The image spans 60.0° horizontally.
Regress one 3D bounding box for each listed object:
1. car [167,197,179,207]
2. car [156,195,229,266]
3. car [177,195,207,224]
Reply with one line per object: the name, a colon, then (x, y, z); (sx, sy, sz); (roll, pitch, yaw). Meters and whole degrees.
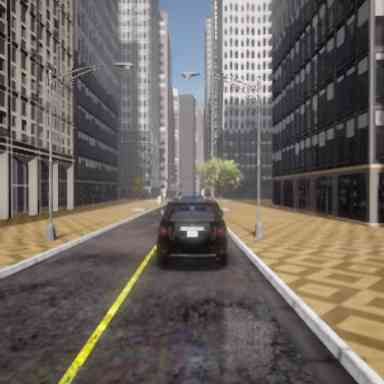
car: (-3.078, 1.608, 54.849); (1.812, 1.442, 4.674); (0, 0, 0)
car: (0.031, 1.235, 11.774); (2.150, 2.045, 5.566); (0, 0, 0)
car: (0.029, 1.254, 26.793); (2.150, 2.045, 5.566); (0, 0, 0)
